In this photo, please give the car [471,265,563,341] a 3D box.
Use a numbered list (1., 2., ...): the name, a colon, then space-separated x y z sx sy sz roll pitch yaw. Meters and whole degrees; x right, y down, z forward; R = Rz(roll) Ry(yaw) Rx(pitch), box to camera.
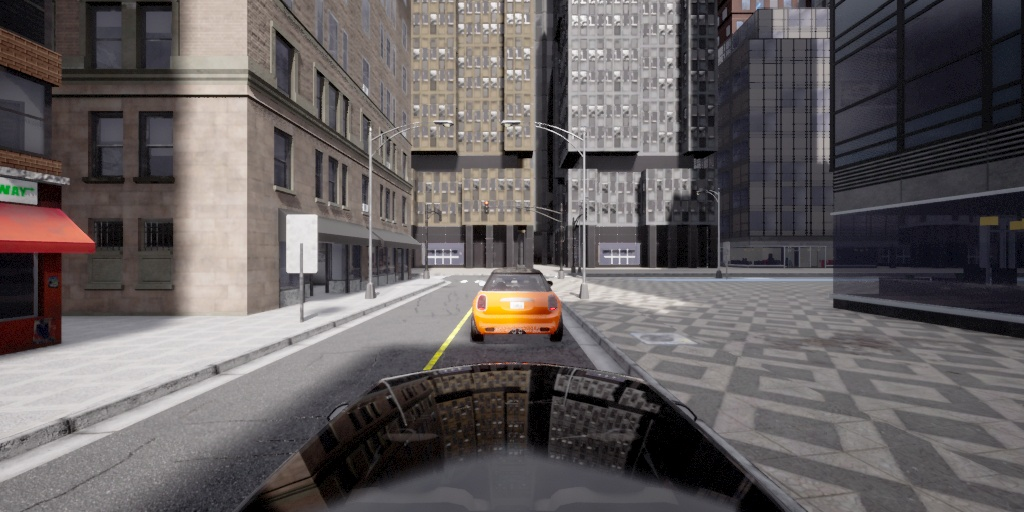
1. car: 0.106 1.102 10.003 2.097 1.767 4.553 0 0 0
